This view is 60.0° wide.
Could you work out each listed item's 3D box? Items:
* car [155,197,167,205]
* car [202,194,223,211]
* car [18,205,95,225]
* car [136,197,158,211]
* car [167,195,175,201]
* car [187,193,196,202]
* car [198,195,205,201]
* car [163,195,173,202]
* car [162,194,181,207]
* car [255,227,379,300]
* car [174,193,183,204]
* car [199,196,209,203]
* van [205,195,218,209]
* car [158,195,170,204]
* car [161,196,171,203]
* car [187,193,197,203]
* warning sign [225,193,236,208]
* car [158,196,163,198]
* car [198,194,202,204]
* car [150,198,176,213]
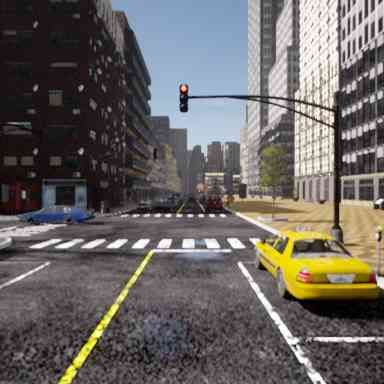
[{"bbox_3d":[-5.728,1.586,62.633,1.887,1.381,4.507,0,0,0],"label":"car"},{"bbox_3d":[2.663,1.329,40.532,2.192,1.841,5.009,0,0,0],"label":"car"},{"bbox_3d":[-10.041,1.684,24.810,5.357,1.411,2.033,-1,0,6],"label":"car"},{"bbox_3d":[-5.716,1.564,40.527,2.008,1.369,4.403,0,0,0],"label":"car"},{"bbox_3d":[-5.743,1.617,90.097,1.752,1.417,4.829,0,0,0],"label":"car"},{"bbox_3d":[-0.044,1.210,79.755,2.150,2.045,5.566,0,0,0],"label":"car"},{"bbox_3d":[2.637,1.617,90.441,1.752,1.417,4.829,0,0,0],"label":"car"},{"bbox_3d":[-5.738,1.510,79.214,1.967,1.590,4.097,0,0,0],"label":"car"},{"bbox_3d":[-3.122,1.531,51.401,1.837,1.490,4.892,0,-1,0],"label":"car"},{"bbox_3d":[2.682,1.525,8.289,1.752,1.417,4.829,0,0,0],"label":"car"},{"bbox_3d":[-3.042,1.264,67.909,2.150,2.045,5.566,0,1,0],"label":"car"},{"bbox_3d":[2.646,1.605,73.692,1.887,1.381,4.507,0,0,0],"label":"car"},{"bbox_3d":[2.660,1.360,46.058,1.690,1.788,3.998,0,0,0],"label":"van"},{"bbox_3d":[-5.732,1.491,68.161,1.967,1.590,4.097,0,0,0],"label":"car"},{"bbox_3d":[-5.734,1.642,73.687,1.802,1.307,4.206,0,0,0],"label":"car"},{"bbox_3d":[-0.039,1.558,69.307,1.837,1.490,4.892,0,0,0],"label":"car"},{"bbox_3d":[5.048,1.132,43.790,1.300,1.860,1.060,0,0,0],"label":"warning sign"},{"bbox_3d":[-5.725,1.584,57.107,2.008,1.369,4.403,0,0,0],"label":"car"},{"bbox_3d":[2.651,1.357,62.638,2.192,1.841,5.009,0,0,0],"label":"car"},{"bbox_3d":[-3.120,1.612,36.702,1.895,1.301,4.718,0,0,0],"label":"car"}]
